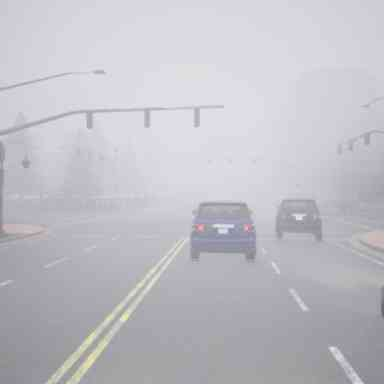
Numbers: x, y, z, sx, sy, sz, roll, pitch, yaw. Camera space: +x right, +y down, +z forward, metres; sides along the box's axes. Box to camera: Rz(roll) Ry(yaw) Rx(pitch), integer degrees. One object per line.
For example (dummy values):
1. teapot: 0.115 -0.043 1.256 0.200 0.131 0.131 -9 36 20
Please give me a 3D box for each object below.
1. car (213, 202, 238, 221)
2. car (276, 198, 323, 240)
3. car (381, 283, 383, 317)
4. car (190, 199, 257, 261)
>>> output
1. car: 3.117 1.697 30.138 2.033 1.411 5.357 0 0 8
2. car: 5.740 1.321 17.939 2.150 2.045 5.566 0 0 17
3. car: 3.958 1.519 3.576 2.128 1.511 4.902 0 0 3
4. car: 1.158 1.285 12.694 2.150 2.045 5.566 0 0 5
